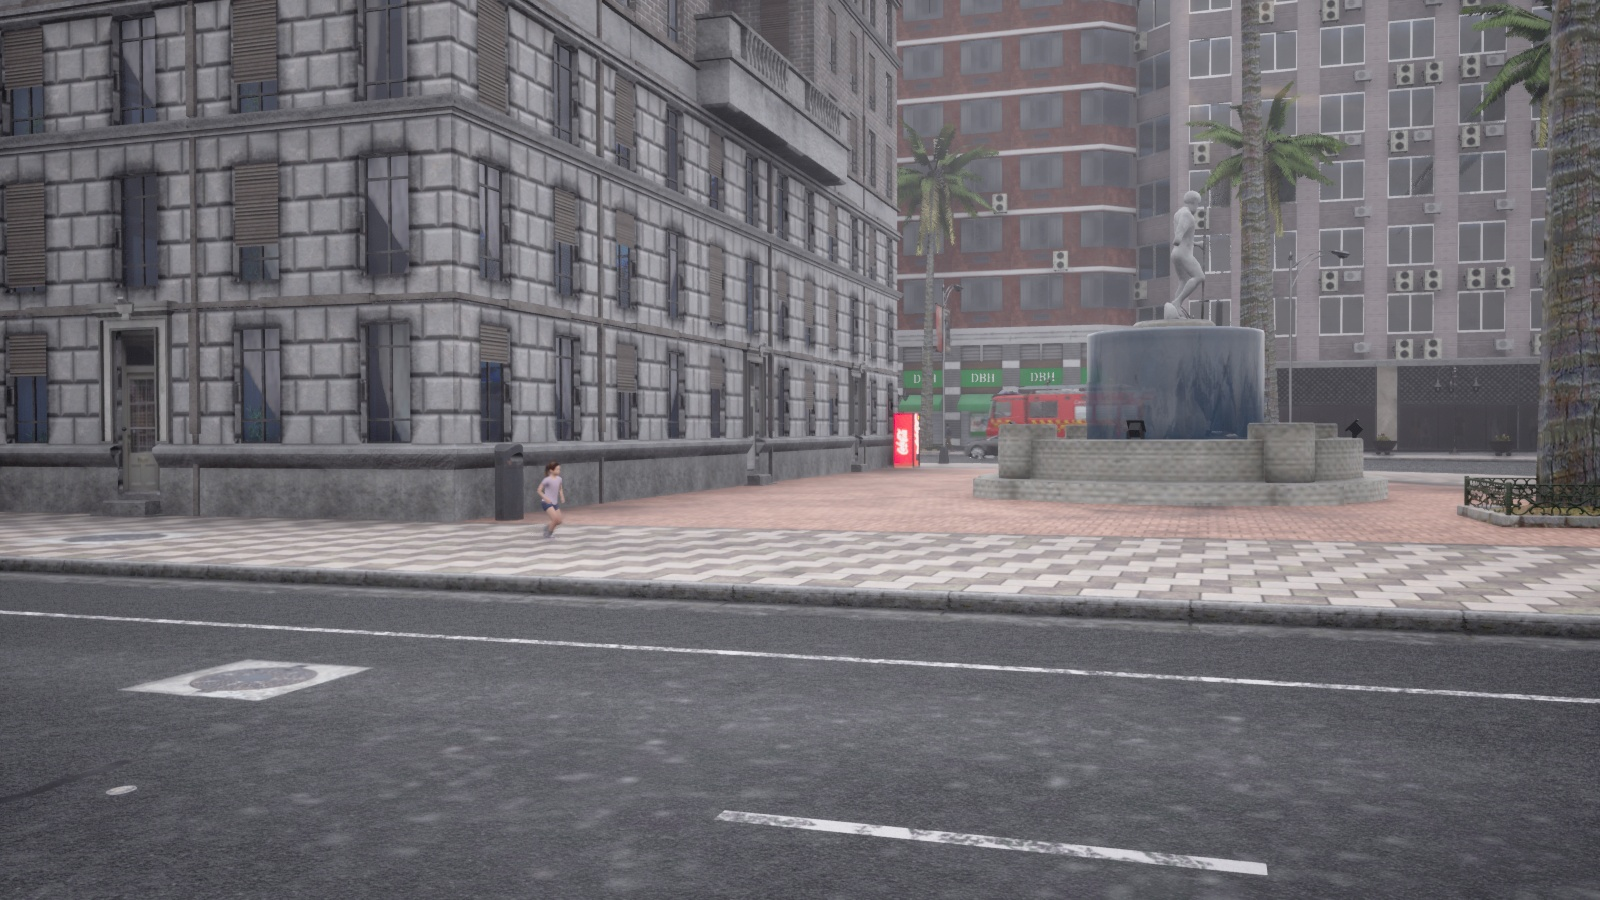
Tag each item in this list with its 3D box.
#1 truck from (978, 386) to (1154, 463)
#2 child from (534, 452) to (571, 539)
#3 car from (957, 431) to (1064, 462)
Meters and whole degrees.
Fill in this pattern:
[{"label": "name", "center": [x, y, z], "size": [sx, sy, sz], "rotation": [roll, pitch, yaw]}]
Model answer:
[{"label": "truck", "center": [13.798, -1.336, 65.569], "size": [8.468, 3.827, 2.891], "rotation": [1, 1, 33]}, {"label": "child", "center": [-3.229, 0.589, 16.380], "size": [0.394, 1.110, 0.255], "rotation": [1, 1, 26]}, {"label": "car", "center": [10.603, -0.191, 63.324], "size": [4.902, 1.511, 2.128], "rotation": [1, 1, 29]}]
